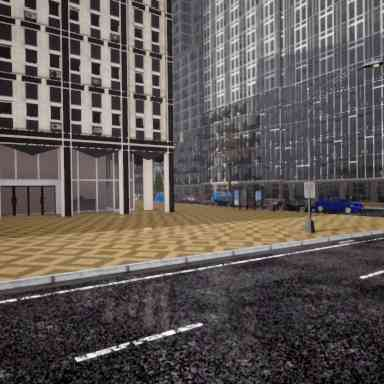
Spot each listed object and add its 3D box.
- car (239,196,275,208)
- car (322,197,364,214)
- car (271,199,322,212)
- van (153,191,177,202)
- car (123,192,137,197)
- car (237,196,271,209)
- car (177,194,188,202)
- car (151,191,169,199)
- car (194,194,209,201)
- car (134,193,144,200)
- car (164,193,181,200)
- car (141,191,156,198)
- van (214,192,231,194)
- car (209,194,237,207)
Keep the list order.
[{"bbox_3d":[8.491,1.262,43.747,1.812,1.442,4.674,-1,1,-34],"label":"car"},{"bbox_3d":[15.016,1.319,34.137,1.882,1.535,5.008,-1,1,-34],"label":"car"},{"bbox_3d":[10.994,1.423,35.234,1.947,1.339,4.313,-1,1,-34],"label":"car"},{"bbox_3d":[-4.867,0.936,58.810,1.690,1.788,3.998,0,1,-34],"label":"van"},{"bbox_3d":[-17.098,0.687,91.728,2.008,1.369,4.403,0,1,-34],"label":"car"},{"bbox_3d":[7.814,1.387,39.947,1.802,1.307,4.206,-1,1,-34],"label":"car"},{"bbox_3d":[-2.547,1.079,60.118,1.812,1.442,4.674,-1,1,-34],"label":"car"},{"bbox_3d":[-7.517,0.614,77.622,2.192,1.841,5.009,0,1,-34],"label":"car"},{"bbox_3d":[2.065,1.042,63.521,1.802,1.307,4.206,-1,1,-34],"label":"car"},{"bbox_3d":[-11.255,1.038,68.216,2.008,1.369,4.403,0,1,-34],"label":"car"},{"bbox_3d":[-4.323,0.934,72.924,1.802,1.307,4.206,0,1,-34],"label":"car"},{"bbox_3d":[-10.711,0.685,82.324,1.967,1.590,4.097,0,1,-34],"label":"car"},{"bbox_3d":[5.258,0.854,58.816,1.690,1.788,3.998,-1,1,-34],"label":"van"},{"bbox_3d":[4.669,1.318,44.681,1.947,1.339,4.313,-1,1,-34],"label":"car"}]
